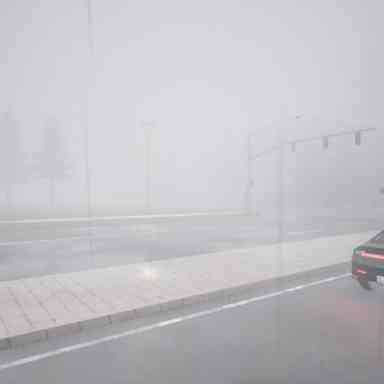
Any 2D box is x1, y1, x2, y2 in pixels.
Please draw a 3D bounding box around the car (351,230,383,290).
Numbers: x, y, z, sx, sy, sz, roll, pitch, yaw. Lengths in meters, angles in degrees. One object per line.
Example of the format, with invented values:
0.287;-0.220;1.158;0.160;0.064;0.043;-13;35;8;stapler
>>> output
5.684;1.490;7.826;4.902;1.511;2.128;0;0;-36;car
